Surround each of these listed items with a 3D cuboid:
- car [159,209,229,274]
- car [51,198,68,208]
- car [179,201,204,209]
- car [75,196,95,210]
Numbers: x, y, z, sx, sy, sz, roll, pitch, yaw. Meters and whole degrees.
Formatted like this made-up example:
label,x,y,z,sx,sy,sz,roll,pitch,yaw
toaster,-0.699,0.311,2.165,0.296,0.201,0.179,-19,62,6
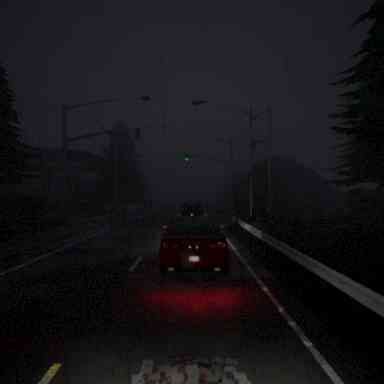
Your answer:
label,x,y,z,sx,sy,sz,roll,pitch,yaw
car,0.050,1.520,10.736,1.882,1.535,5.008,0,0,0
car,-20.427,1.679,50.097,2.242,1.667,4.611,0,0,-1
car,-0.013,1.491,28.124,1.837,1.490,4.892,0,0,0
car,-14.703,1.494,45.843,1.905,1.878,3.866,0,0,-1
